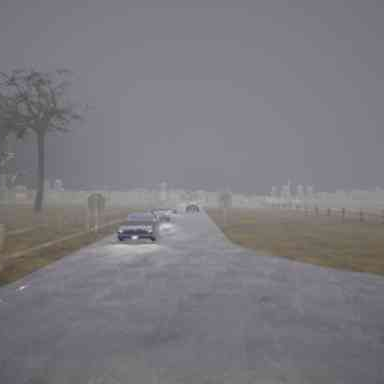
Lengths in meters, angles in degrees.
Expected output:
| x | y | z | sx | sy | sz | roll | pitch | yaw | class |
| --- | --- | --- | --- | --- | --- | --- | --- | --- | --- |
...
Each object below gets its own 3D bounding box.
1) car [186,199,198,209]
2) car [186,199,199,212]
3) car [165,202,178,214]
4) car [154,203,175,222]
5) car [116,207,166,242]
| x | y | z | sx | sy | sz | roll | pitch | yaw | class |
| --- | --- | --- | --- | --- | --- | --- | --- | --- | --- |
| 0.036 | 2.147 | 62.570 | 2.097 | 1.767 | 4.553 | 0 | -1 | 0 | car |
| 0.091 | 2.131 | 49.233 | 1.812 | 1.442 | 4.674 | 0 | -1 | 0 | car |
| -2.847 | 2.021 | 42.818 | 1.837 | 1.490 | 4.892 | 0 | -1 | 0 | car |
| -2.858 | 1.949 | 30.313 | 1.895 | 1.301 | 4.718 | 0 | -1 | 0 | car |
| -2.713 | 1.745 | 17.928 | 2.033 | 1.411 | 5.357 | 0 | -1 | -2 | car |
